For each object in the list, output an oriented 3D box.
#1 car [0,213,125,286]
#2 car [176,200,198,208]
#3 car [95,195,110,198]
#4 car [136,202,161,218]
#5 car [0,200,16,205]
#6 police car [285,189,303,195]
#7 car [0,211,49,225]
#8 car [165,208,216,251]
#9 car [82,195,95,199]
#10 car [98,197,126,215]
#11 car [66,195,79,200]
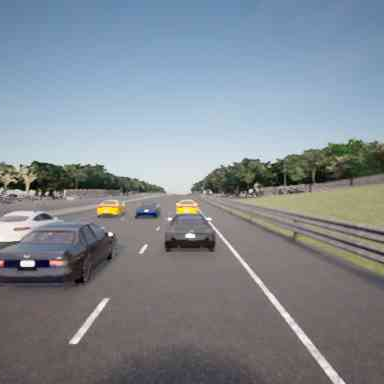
[{"bbox_3d":[-3.505,1.557,9.504,2.033,1.411,5.357,0,0,-1],"label":"car"},{"bbox_3d":[-0.478,1.491,31.383,1.882,1.535,5.008,0,0,-1],"label":"car"},{"bbox_3d":[-19.021,1.426,72.812,1.837,1.490,4.892,0,0,-1],"label":"car"},{"bbox_3d":[-3.959,1.577,30.484,1.994,1.385,4.181,0,0,-1],"label":"car"},{"bbox_3d":[-18.170,1.502,30.988,2.128,1.511,4.902,0,0,-1],"label":"car"},{"bbox_3d":[22.021,0.118,72.058,1.930,1.638,5.238,0,-4,-15],"label":"police car"},{"bbox_3d":[-7.112,1.537,14.636,1.812,1.442,4.674,0,0,-1],"label":"car"},{"bbox_3d":[-0.103,1.576,14.159,1.994,1.385,4.181,0,0,-1],"label":"car"},{"bbox_3d":[-22.520,1.403,72.732,1.882,1.535,5.008,0,0,-1],"label":"car"},{"bbox_3d":[-7.481,1.490,31.400,1.882,1.535,5.008,0,0,-1],"label":"car"},{"bbox_3d":[-26.020,1.449,72.653,1.812,1.442,4.674,0,0,-1],"label":"car"}]
